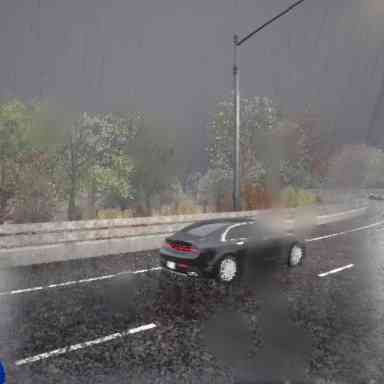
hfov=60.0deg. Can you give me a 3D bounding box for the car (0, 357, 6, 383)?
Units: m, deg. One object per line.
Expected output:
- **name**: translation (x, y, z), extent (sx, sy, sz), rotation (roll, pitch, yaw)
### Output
- **car**: translation (-3.591, 1.477, 1.356), extent (5.008, 1.535, 1.882), rotation (0, 0, -35)

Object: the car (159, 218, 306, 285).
- **car**: translation (1.357, 1.505, 9.558), extent (4.892, 1.490, 1.837), rotation (0, 0, -40)
